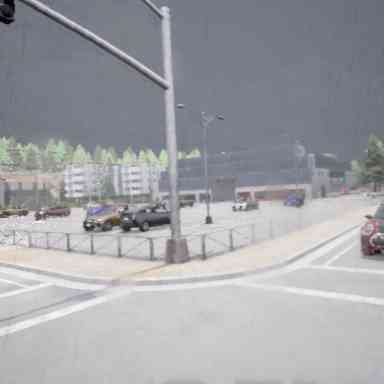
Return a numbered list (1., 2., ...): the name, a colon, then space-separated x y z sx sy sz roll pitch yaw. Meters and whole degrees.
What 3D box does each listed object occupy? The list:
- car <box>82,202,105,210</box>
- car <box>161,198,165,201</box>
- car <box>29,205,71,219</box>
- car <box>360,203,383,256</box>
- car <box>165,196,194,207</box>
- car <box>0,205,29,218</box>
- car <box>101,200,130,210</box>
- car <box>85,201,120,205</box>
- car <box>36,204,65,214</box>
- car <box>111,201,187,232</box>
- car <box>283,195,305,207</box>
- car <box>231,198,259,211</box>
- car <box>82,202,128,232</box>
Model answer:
1. car: -19.718 2.806 66.678 1.970 1.475 3.806 -3 -1 37
2. car: -4.250 1.780 55.323 1.905 1.878 3.866 -3 -1 37
3. car: -17.937 2.572 43.010 2.007 1.523 4.514 -3 -1 37
4. car: 7.171 1.097 11.301 2.097 1.767 4.553 -3 -1 37
5. car: -1.689 1.661 53.895 1.932 1.855 4.605 -3 -1 37
6. car: -27.424 2.915 51.108 1.932 1.855 4.605 -3 -1 37
7. car: -14.422 2.431 63.057 2.152 1.636 5.027 -3 -1 37
8. car: -10.013 2.146 36.935 1.845 1.501 3.633 -3 -1 37
9. car: -26.886 3.197 63.277 2.007 1.523 4.514 -3 -1 37
10. car: -2.701 1.668 21.806 2.007 1.523 4.514 -3 -1 37
11. car: 13.022 1.106 42.549 1.845 1.501 3.633 -3 -1 37
12. car: 6.169 1.420 38.440 1.970 1.475 3.806 -3 -1 37
13. car: -5.228 1.801 23.661 2.152 1.636 5.027 -3 -1 37
